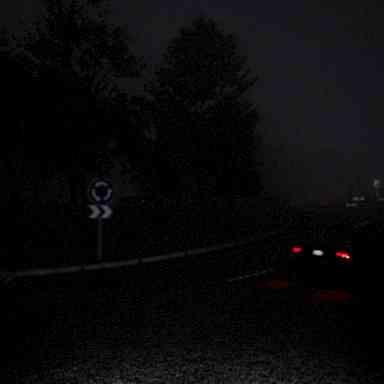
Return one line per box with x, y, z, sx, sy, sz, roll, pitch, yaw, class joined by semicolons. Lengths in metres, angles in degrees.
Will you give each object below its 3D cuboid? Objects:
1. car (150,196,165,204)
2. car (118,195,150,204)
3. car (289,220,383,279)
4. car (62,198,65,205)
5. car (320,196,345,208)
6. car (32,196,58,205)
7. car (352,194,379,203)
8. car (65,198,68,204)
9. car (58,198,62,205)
-6.963;1.472;57.009;4.892;1.490;1.837;1;-2;18;car
-9.870;1.325;54.785;4.892;1.490;1.837;0;-2;22;car
5.036;1.600;10.420;2.033;1.411;5.357;-1;0;45;car
-35.091;2.188;81.663;5.566;2.045;2.435;2;-3;-31;car
18.836;1.310;44.441;1.882;1.535;5.008;-1;1;44;car
-34.014;2.210;75.793;4.892;1.521;2.231;2;-2;-31;car
26.708;0.881;50.998;4.718;1.301;1.895;-4;1;-34;car
-36.323;2.655;87.376;5.366;1.575;1.946;1;-2;-30;car
-34.594;2.072;78.704;5.566;2.045;2.435;2;-2;-31;car
